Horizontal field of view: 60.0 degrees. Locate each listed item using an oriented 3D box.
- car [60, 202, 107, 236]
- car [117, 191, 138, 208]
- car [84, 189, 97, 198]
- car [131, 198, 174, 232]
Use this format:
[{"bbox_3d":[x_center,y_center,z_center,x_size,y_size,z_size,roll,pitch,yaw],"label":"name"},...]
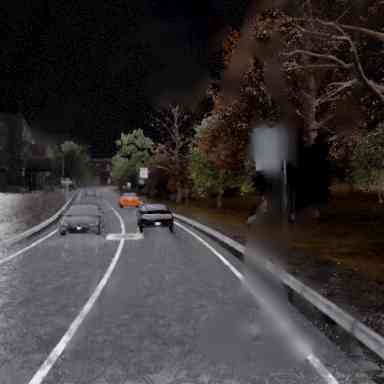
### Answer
[{"bbox_3d":[-5.574,1.338,17.376,1.837,1.490,4.892,1,1,-12],"label":"car"},{"bbox_3d":[-7.073,0.749,36.644,2.097,1.767,4.553,1,1,-17],"label":"car"},{"bbox_3d":[-17.613,0.166,57.590,2.128,1.511,4.902,1,1,-17],"label":"car"},{"bbox_3d":[-2.222,1.342,19.228,2.128,1.511,4.902,1,1,-12],"label":"car"}]
